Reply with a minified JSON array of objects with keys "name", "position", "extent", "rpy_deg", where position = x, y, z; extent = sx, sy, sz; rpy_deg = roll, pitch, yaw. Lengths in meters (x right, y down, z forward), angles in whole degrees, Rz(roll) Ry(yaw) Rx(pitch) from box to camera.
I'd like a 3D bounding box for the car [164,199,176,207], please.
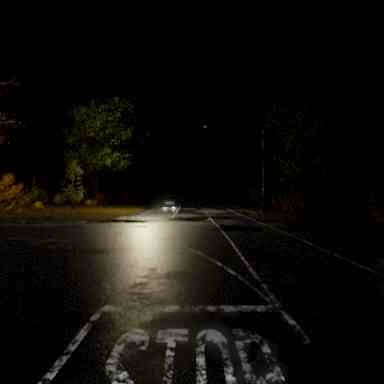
[{"name":"car","position":[-3.841,1.886,57.681],"extent":[1.895,1.301,4.718],"rpy_deg":[0,0,-1]}]
